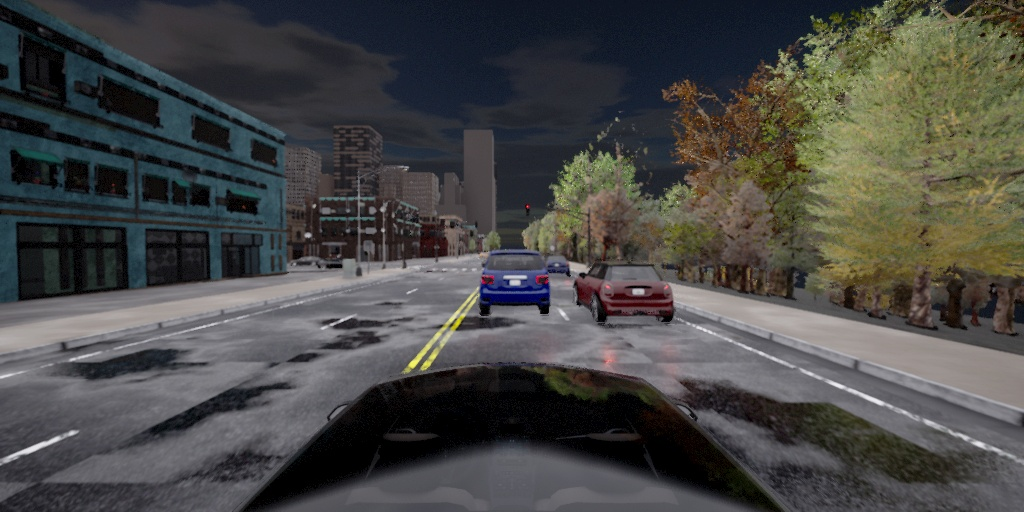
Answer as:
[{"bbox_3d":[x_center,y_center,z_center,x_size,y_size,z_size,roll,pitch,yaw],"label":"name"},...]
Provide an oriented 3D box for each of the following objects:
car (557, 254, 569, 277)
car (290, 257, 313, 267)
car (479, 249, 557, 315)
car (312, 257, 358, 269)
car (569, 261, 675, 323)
[{"bbox_3d":[3.317,0.643,28.710,2.097,1.767,4.553,0,1,0],"label":"car"},{"bbox_3d":[-28.343,0.750,49.722,4.403,1.370,2.007,0,0,0],"label":"car"},{"bbox_3d":[0.081,0.786,12.714,2.150,2.045,5.566,0,1,0],"label":"car"},{"bbox_3d":[-19.998,0.897,41.222,4.313,1.339,1.948,0,0,0],"label":"car"},{"bbox_3d":[3.333,0.934,11.565,2.097,1.767,4.553,0,1,0],"label":"car"}]
